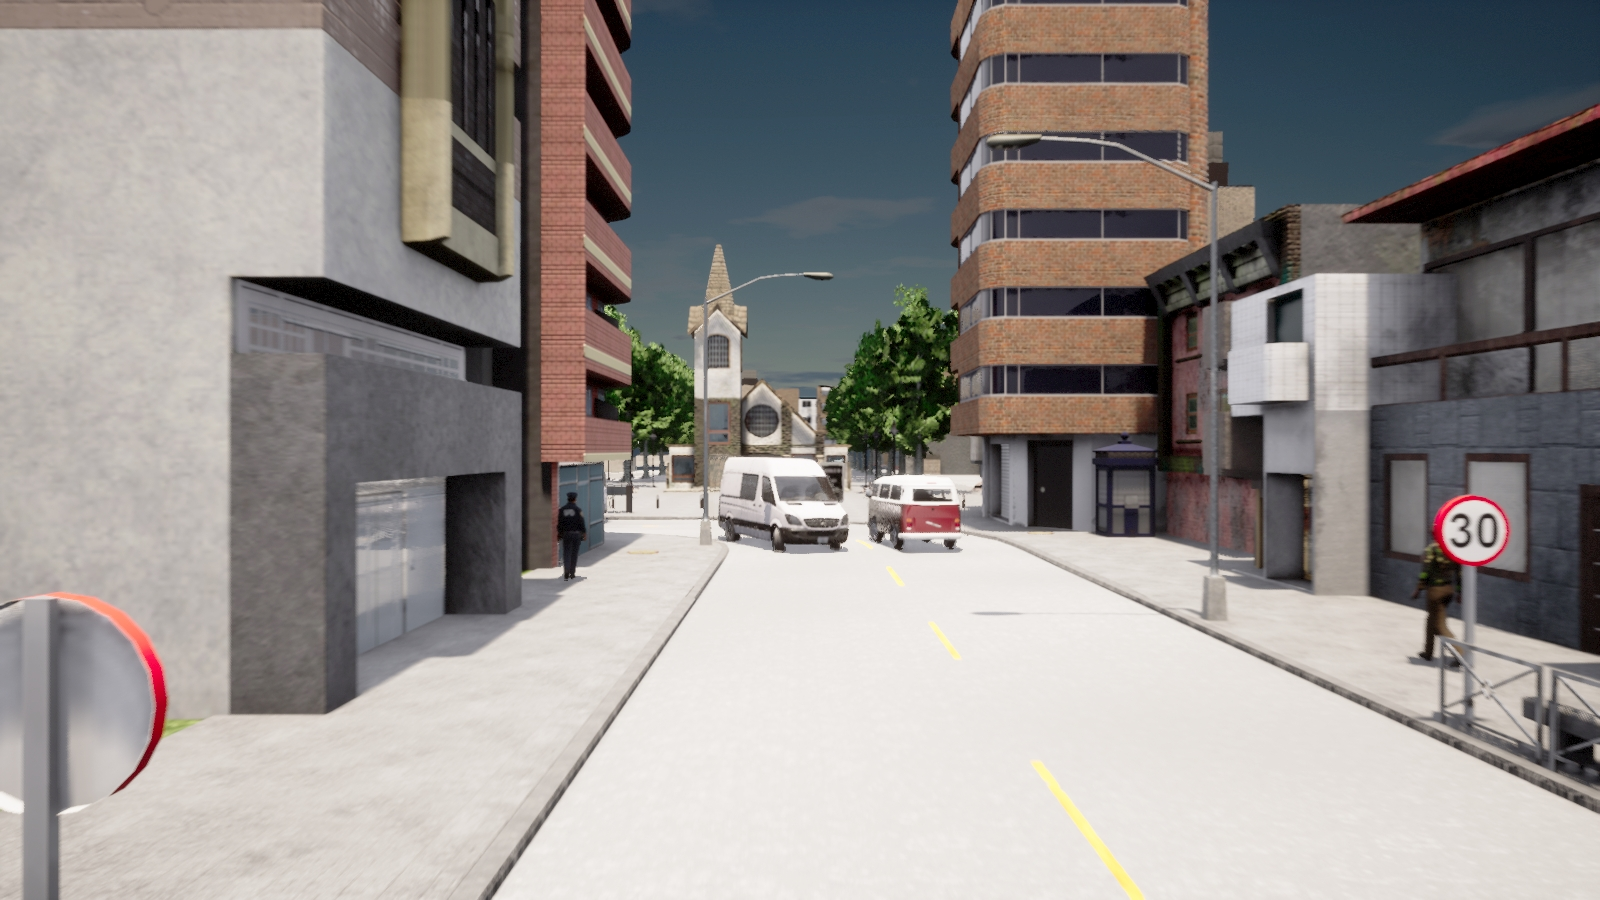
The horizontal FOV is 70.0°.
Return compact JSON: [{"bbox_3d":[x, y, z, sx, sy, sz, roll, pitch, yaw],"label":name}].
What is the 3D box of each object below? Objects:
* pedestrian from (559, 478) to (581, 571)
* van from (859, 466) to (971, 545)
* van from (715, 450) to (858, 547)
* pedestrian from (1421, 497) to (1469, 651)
[{"bbox_3d":[-4.676,1.505,23.265,0.375,1.860,0.375,0,0,-1],"label":"pedestrian"},{"bbox_3d":[3.237,1.540,33.100,2.069,2.038,4.480,1,0,-10],"label":"van"},{"bbox_3d":[-0.534,1.290,33.001,1.988,2.561,5.915,1,-1,-23],"label":"van"},{"bbox_3d":[7.964,1.513,14.113,0.375,1.860,0.375,0,0,-5],"label":"pedestrian"}]
